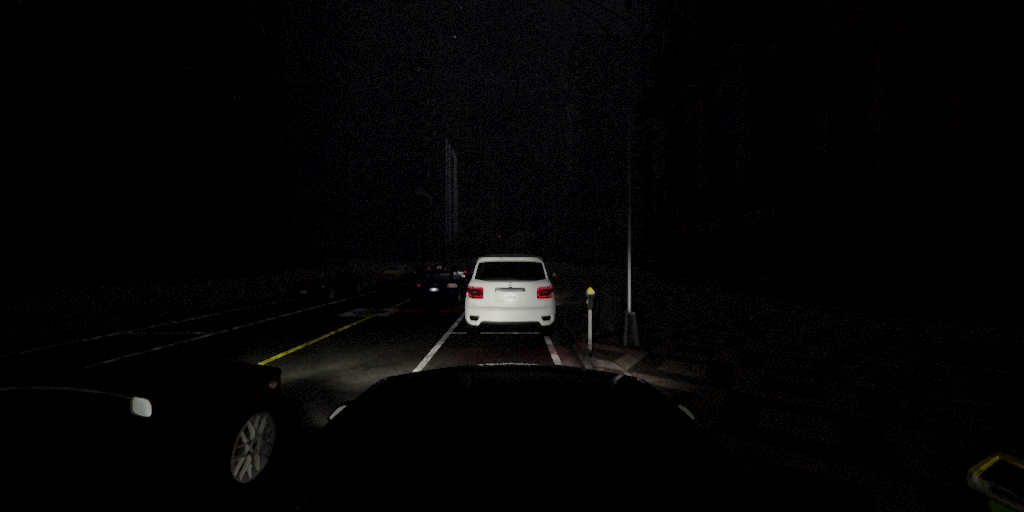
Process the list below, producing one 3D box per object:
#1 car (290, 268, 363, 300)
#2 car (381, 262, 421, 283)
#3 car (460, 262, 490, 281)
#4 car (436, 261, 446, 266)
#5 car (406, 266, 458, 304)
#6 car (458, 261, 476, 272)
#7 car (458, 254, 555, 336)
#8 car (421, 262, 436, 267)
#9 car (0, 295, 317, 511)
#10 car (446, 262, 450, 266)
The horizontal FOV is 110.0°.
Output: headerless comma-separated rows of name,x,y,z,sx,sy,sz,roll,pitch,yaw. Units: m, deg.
car,-8.919,1.296,17.578,1.888,1.381,4.507,0,0,0
car,-8.921,1.277,28.459,1.751,1.417,4.829,0,0,0
car,-3.145,1.317,31.450,2.033,1.411,5.357,0,0,0
car,-8.923,1.299,39.680,1.888,1.381,4.507,0,0,0
car,-3.145,1.324,16.450,1.994,1.385,4.181,0,0,0
car,-6.145,1.413,49.420,1.895,1.301,4.718,0,0,0
car,-0.039,0.978,10.530,2.150,2.045,5.566,0,0,0
car,-8.922,1.298,34.154,1.888,1.381,4.507,0,0,0
car,-3.145,1.227,1.500,1.882,1.535,5.008,0,0,0
car,-8.925,1.300,45.205,1.888,1.381,4.507,0,0,0
